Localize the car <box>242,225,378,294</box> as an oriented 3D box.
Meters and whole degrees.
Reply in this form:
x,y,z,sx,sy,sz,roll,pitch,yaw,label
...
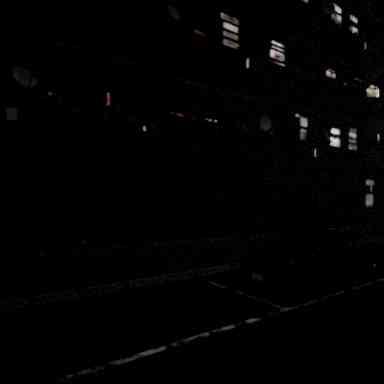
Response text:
x,y,z,sx,sy,sz,roll,pitch,yaw,label
3.280,1.590,8.884,4.313,1.339,1.947,0,1,-35,car
